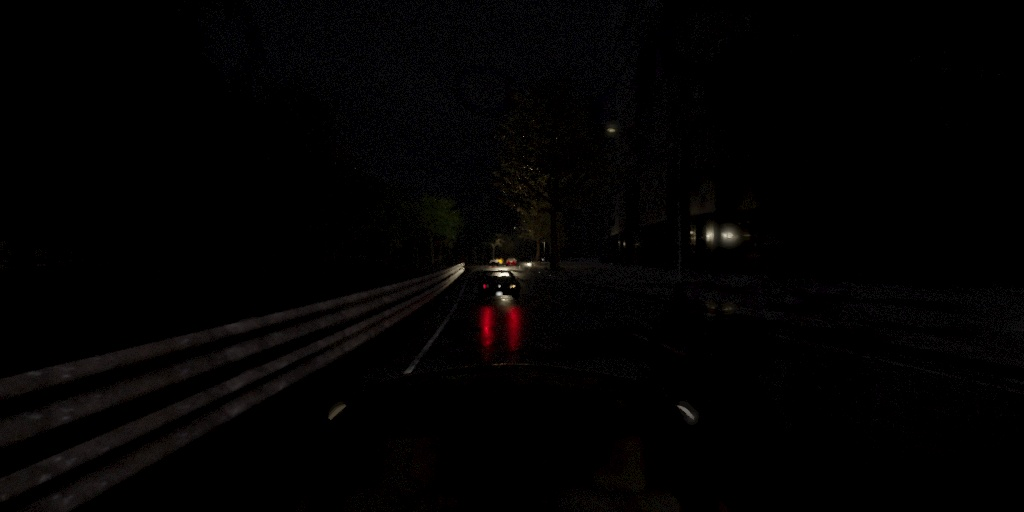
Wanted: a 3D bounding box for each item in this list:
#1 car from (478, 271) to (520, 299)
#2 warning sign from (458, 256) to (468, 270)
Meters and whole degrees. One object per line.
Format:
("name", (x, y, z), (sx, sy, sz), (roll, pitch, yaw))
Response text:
("car", (-0.764, 1.376, 18.105), (1.895, 1.301, 4.718), (0, 0, -5))
("warning sign", (-6.534, 0.902, 47.732), (1.300, 1.860, 1.060), (0, 0, -3))
